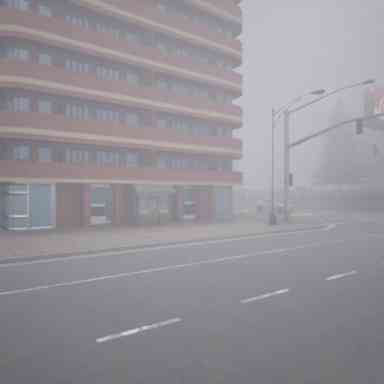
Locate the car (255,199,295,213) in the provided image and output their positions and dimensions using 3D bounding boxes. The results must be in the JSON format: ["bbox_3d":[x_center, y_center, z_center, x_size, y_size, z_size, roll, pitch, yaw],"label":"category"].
[{"bbox_3d":[8.902,1.504,36.193,1.812,1.442,4.674,0,0,-36],"label":"car"}]
